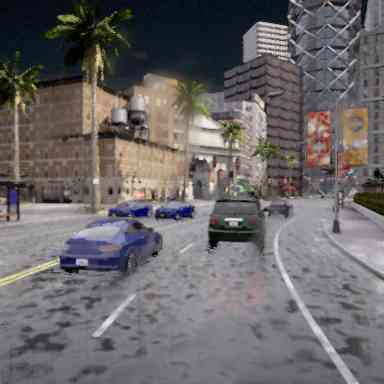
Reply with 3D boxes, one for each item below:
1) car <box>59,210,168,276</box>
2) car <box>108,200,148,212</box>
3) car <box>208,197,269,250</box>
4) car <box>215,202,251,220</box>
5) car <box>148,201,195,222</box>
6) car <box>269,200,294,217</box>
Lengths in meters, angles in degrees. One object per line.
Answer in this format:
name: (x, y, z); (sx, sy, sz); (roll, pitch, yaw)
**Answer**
car: (-2.277, 1.522, 10.277); (1.812, 1.442, 4.674); (0, 0, 9)
car: (-4.986, 1.473, 27.388); (1.882, 1.535, 5.008); (0, 0, 21)
car: (2.132, 1.247, 14.670); (2.150, 2.045, 5.566); (0, 0, 13)
car: (3.767, 1.647, 29.757); (1.895, 1.301, 4.718); (0, 0, 23)
car: (-1.315, 1.493, 27.217); (1.882, 1.535, 5.008); (0, 0, 22)
car: (8.492, 1.579, 31.842); (1.837, 1.490, 4.892); (0, 0, 23)
